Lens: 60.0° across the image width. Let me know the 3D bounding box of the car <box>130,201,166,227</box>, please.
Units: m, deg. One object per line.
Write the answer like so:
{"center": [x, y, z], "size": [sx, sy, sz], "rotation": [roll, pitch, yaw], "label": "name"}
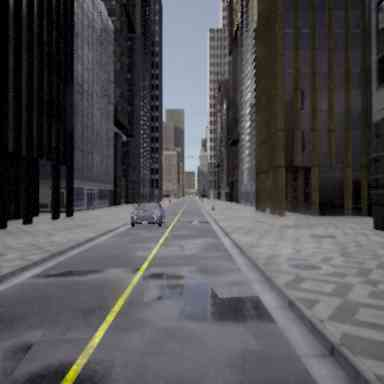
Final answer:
{"center": [-3.024, 1.424, 23.672], "size": [2.097, 1.767, 4.553], "rotation": [0, -1, 0], "label": "car"}
